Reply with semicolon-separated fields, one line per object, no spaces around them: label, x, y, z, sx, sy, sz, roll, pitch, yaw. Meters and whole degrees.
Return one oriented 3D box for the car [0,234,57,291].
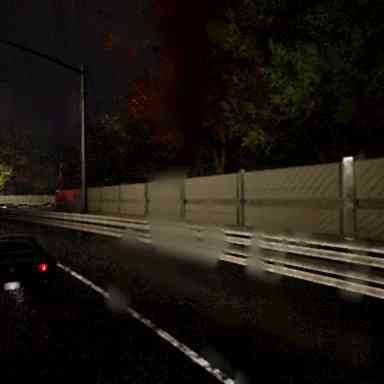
car;-5.234;1.818;9.122;1.895;1.301;4.718;0;-1;-35
